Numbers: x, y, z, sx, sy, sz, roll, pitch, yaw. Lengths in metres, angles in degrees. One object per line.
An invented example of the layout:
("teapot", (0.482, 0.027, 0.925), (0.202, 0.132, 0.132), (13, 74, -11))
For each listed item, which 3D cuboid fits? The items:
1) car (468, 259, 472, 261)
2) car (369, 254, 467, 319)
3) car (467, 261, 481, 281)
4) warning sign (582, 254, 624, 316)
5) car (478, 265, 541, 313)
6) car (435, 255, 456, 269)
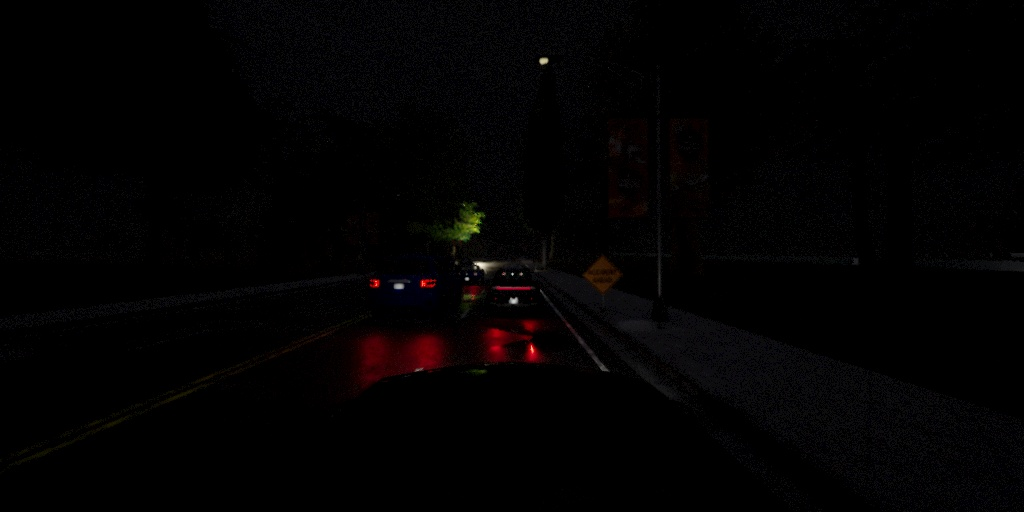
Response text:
("car", (-6.583, 1.125, 50.834), (2.128, 1.511, 4.902), (0, 0, 0))
("car", (-3.192, 0.967, 12.952), (2.150, 2.045, 5.566), (0, 0, 1))
("car", (-3.190, 1.328, 27.767), (1.895, 1.301, 4.718), (0, 0, 0))
("warning sign", (2.850, 0.863, 11.182), (1.300, 1.860, 1.060), (0, 0, 0))
("car", (0.065, 1.237, 13.882), (2.128, 1.511, 4.902), (0, 0, 0))
("car", (-9.816, 0.842, 53.270), (2.150, 2.045, 5.566), (0, 0, 0))
